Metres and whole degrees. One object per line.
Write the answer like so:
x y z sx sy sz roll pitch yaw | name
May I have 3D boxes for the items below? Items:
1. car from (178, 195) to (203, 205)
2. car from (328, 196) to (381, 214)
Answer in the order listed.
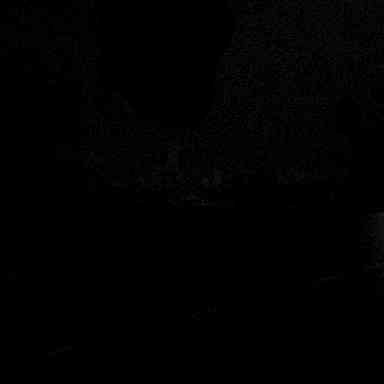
-0.243 1.206 53.162 1.882 1.535 5.008 -1 1 -39 | car
16.002 1.202 32.919 1.837 1.490 4.892 -1 1 -39 | car
